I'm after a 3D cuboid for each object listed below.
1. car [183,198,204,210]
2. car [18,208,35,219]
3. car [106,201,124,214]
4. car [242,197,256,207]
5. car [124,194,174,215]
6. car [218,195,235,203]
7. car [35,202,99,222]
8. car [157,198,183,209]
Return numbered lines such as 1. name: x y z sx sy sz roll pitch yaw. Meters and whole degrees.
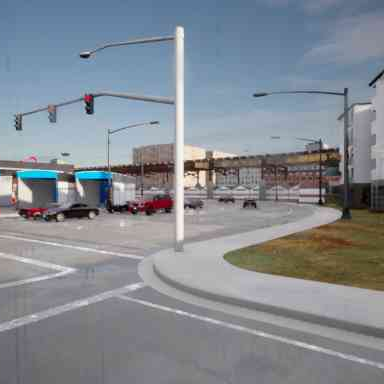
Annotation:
1. car: 0.148 1.547 44.088 2.033 1.411 5.357 0 0 16
2. car: -12.270 1.601 28.650 1.895 1.301 4.718 0 0 37
3. car: -7.084 1.601 36.209 1.895 1.301 4.718 0 0 30
4. car: 8.801 1.505 51.130 1.837 1.490 4.892 1 0 7
5. car: -4.104 1.221 34.405 2.150 2.045 5.566 0 0 30
6. car: 7.106 1.356 69.267 2.097 1.767 4.553 0 0 -18
7. car: -9.567 1.526 26.468 1.812 1.442 4.674 0 0 36
8. car: -2.927 1.547 46.016 2.033 1.411 5.357 0 0 15
